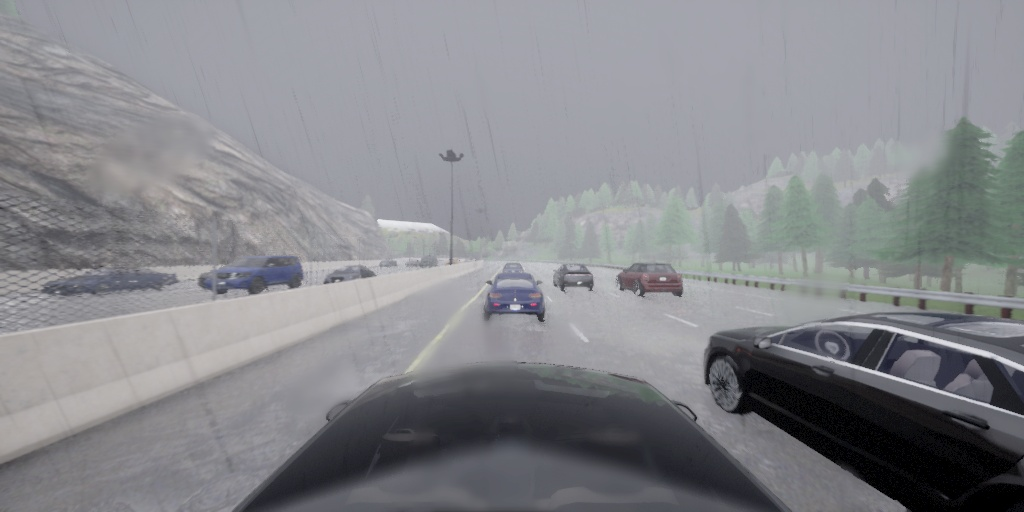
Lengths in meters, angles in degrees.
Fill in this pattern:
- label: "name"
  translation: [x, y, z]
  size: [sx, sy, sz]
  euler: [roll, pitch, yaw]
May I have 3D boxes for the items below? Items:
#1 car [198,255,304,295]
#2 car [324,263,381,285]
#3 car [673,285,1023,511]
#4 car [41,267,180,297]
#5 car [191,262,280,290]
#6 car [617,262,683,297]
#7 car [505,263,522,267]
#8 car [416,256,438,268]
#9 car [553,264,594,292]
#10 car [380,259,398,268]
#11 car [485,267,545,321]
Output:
- label: "car"
  translation: [-14.102, 0.973, 20.224]
  size: [2.150, 2.045, 5.566]
  euler: [0, 0, 0]
- label: "car"
  translation: [-10.601, 1.312, 23.754]
  size: [1.994, 1.385, 4.181]
  euler: [0, 0, 0]
- label: "car"
  translation: [3.599, 1.241, 3.098]
  size: [2.128, 1.511, 4.902]
  euler: [0, 0, 0]
- label: "car"
  translation: [-21.103, 1.296, 19.329]
  size: [2.033, 1.411, 5.357]
  euler: [0, 0, 0]
- label: "car"
  translation: [-17.601, 1.226, 23.226]
  size: [1.882, 1.535, 5.008]
  euler: [0, 0, 0]
- label: "car"
  translation: [7.094, 1.100, 18.951]
  size: [2.097, 1.767, 4.553]
  euler: [0, 0, 0]
- label: "car"
  translation: [0.095, 1.294, 30.642]
  size: [2.033, 1.411, 5.357]
  euler: [0, 0, 0]
- label: "car"
  translation: [-14.072, 0.965, 61.117]
  size: [2.150, 2.045, 5.566]
  euler: [0, 0, 0]
- label: "car"
  translation: [3.596, 1.239, 21.544]
  size: [2.128, 1.511, 4.902]
  euler: [0, 0, 0]
- label: "car"
  translation: [-21.068, 1.238, 61.309]
  size: [2.128, 1.511, 4.902]
  euler: [0, 0, 0]
- label: "car"
  translation: [0.084, 1.275, 12.373]
  size: [1.812, 1.442, 4.674]
  euler: [0, 0, 0]
